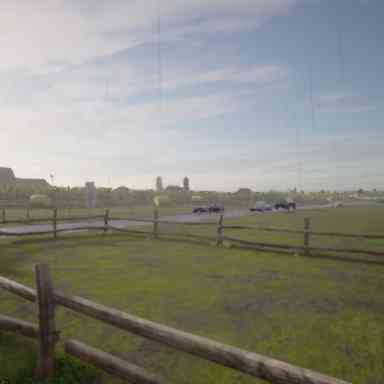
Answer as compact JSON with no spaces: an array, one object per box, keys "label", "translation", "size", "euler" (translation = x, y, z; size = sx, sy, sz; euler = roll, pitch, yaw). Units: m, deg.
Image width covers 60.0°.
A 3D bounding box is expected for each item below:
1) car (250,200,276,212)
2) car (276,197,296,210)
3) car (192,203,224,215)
[{"label":"car","translation":[9.801,2.118,46.939],"size":[1.994,1.385,4.181],"euler":[-1,-1,36]},{"label":"car","translation":[15.479,1.912,55.173],"size":[2.150,2.045,5.566],"euler":[-1,-1,35]},{"label":"car","translation":[2.073,2.069,40.883],"size":[1.895,1.301,4.718],"euler":[-1,-1,35]}]
